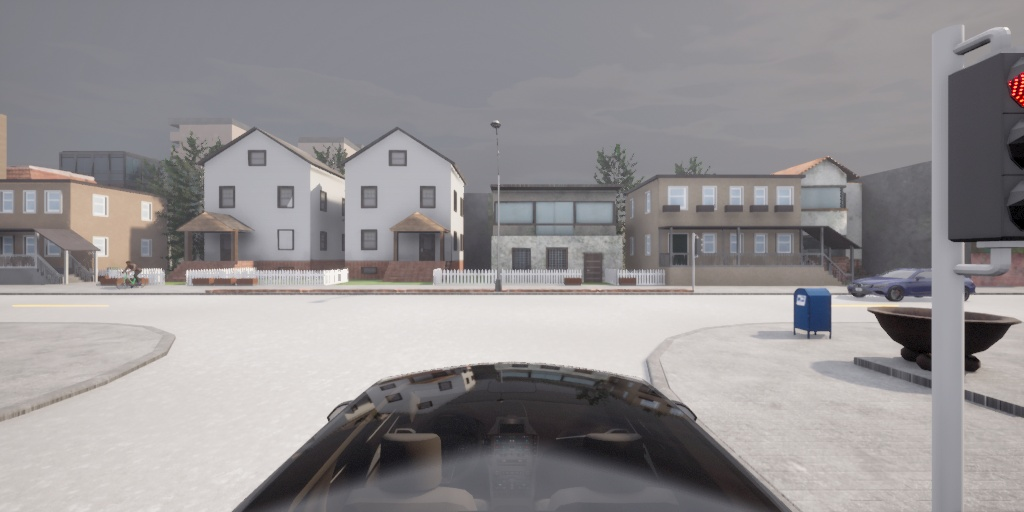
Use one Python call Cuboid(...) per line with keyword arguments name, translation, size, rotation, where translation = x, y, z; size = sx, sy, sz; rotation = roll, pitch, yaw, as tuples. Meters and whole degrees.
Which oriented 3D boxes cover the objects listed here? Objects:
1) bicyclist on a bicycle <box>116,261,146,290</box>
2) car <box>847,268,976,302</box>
Cuboid(name="bicyclist on a bicycle", translation=(-21.872, 1.098, 20.604), size=(0.582, 1.620, 1.656), rotation=(0, 0, 0))
Cuboid(name="car", translation=(18.188, 1.275, 16.401), size=(4.674, 1.442, 1.812), rotation=(0, 0, 0))
